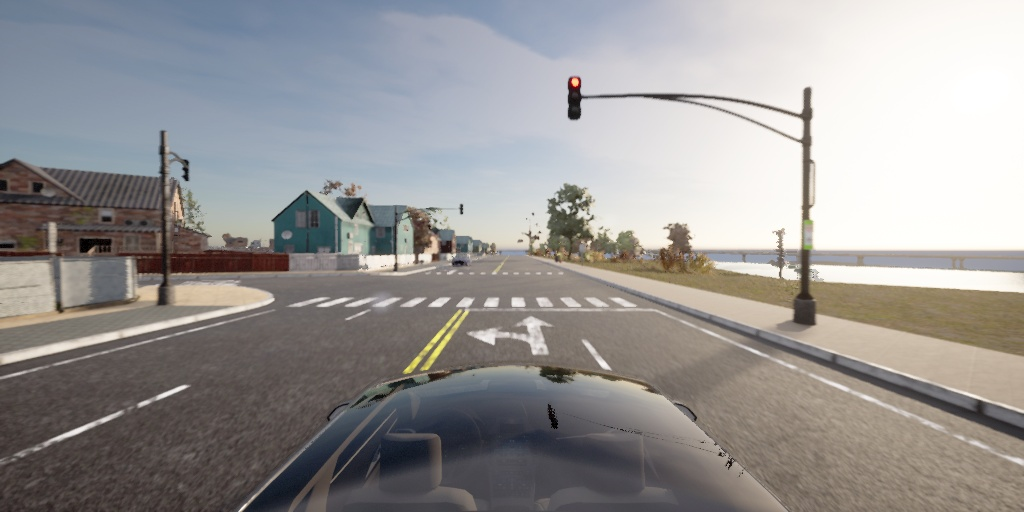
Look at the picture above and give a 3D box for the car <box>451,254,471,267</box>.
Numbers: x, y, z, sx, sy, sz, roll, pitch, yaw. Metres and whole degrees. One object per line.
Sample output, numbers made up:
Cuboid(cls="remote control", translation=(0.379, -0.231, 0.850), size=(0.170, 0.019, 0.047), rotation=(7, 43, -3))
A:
Cuboid(cls="car", translation=(-6.473, 0.467, 46.083), size=(2.097, 1.767, 4.553), rotation=(0, 0, 0))
